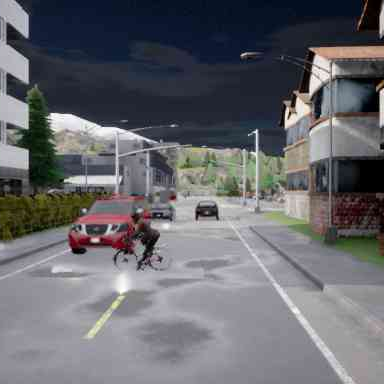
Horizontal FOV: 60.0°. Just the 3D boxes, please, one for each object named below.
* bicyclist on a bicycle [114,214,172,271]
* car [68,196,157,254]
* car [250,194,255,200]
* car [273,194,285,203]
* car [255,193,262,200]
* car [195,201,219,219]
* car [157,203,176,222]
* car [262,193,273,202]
[{"bbox_3d":[-1.402,1.453,9.389,1.656,1.620,0.582,-2,0,3],"label":"bicyclist on a bicycle"},{"bbox_3d":[-3.061,1.220,13.714,2.150,2.045,5.566,0,0,3],"label":"car"},{"bbox_3d":[17.315,1.112,81.753,4.605,1.855,1.932,0,0,2],"label":"car"},{"bbox_3d":[17.073,1.247,59.625,3.806,1.475,1.970,0,0,2],"label":"car"},{"bbox_3d":[17.599,1.092,78.832,3.866,1.878,1.905,0,0,2],"label":"car"},{"bbox_3d":[1.297,1.477,28.735,1.882,1.535,5.008,0,0,3],"label":"car"},{"bbox_3d":[-2.399,1.564,26.667,1.994,1.385,4.181,0,0,3],"label":"car"},{"bbox_3d":[17.034,1.169,66.050,5.027,1.636,2.152,0,0,2],"label":"car"}]
